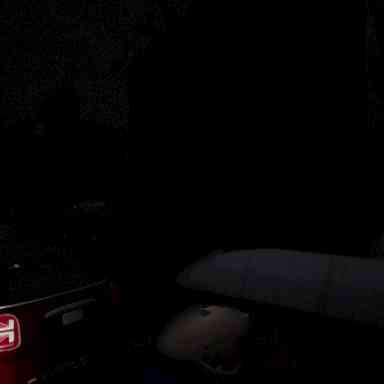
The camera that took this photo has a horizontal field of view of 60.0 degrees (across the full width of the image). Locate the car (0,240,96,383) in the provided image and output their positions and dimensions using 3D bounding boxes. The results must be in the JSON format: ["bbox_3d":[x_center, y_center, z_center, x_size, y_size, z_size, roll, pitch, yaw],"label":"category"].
[{"bbox_3d":[-2.935,1.441,4.908,4.097,1.590,1.967,0,0,35],"label":"car"}]

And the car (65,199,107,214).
[{"bbox_3d":[-11.252,1.496,35.563,1.812,1.442,4.674,-1,0,35],"label":"car"}]

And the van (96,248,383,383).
[{"bbox_3d":[1.494,1.341,1.753,3.998,1.788,1.690,0,0,35],"label":"van"}]
